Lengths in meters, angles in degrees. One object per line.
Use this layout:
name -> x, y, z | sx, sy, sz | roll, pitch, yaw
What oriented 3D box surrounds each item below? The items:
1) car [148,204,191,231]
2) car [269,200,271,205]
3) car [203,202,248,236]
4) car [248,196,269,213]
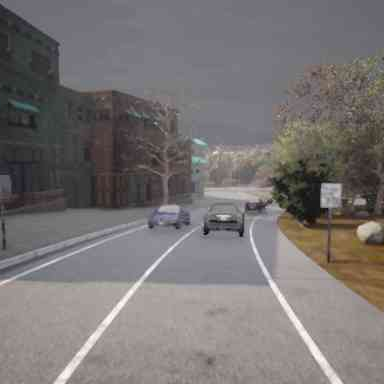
car -> -1.274, 1.471, 20.597 | 1.812, 1.442, 4.674 | 1, 0, 11
car -> 13.048, 1.495, 60.221 | 2.097, 1.767, 4.553 | 3, 3, 27
car -> 1.918, 1.359, 18.734 | 2.097, 1.767, 4.553 | 1, 0, 9
car -> 7.733, 1.645, 40.353 | 1.882, 1.535, 5.008 | 2, 0, 20
